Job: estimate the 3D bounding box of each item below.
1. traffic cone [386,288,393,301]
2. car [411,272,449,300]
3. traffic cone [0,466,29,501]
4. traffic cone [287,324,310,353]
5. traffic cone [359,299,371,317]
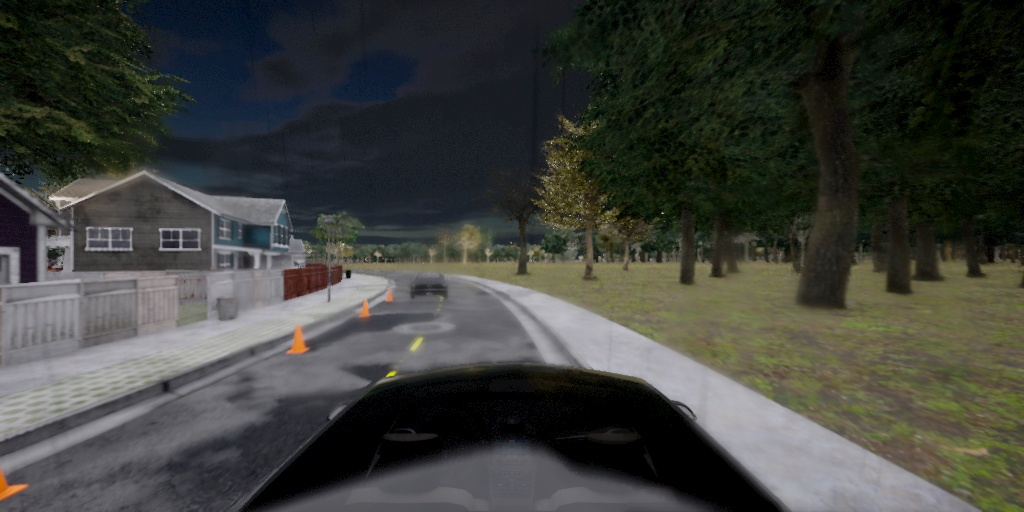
[{"bbox_3d":[-5.955,1.872,17.477,0.340,0.580,0.340,0,0,-11],"label":"traffic cone"},{"bbox_3d":[-4.405,1.525,19.252,1.895,1.301,4.718,0,-1,-13],"label":"car"},{"bbox_3d":[-4.410,1.740,2.983,0.340,0.580,0.340,0,0,-1],"label":"traffic cone"},{"bbox_3d":[-4.660,1.781,7.840,0.340,0.580,0.340,0,0,-5],"label":"traffic cone"},{"bbox_3d":[-5.175,1.825,12.677,0.340,0.580,0.340,0,0,-8],"label":"traffic cone"}]
